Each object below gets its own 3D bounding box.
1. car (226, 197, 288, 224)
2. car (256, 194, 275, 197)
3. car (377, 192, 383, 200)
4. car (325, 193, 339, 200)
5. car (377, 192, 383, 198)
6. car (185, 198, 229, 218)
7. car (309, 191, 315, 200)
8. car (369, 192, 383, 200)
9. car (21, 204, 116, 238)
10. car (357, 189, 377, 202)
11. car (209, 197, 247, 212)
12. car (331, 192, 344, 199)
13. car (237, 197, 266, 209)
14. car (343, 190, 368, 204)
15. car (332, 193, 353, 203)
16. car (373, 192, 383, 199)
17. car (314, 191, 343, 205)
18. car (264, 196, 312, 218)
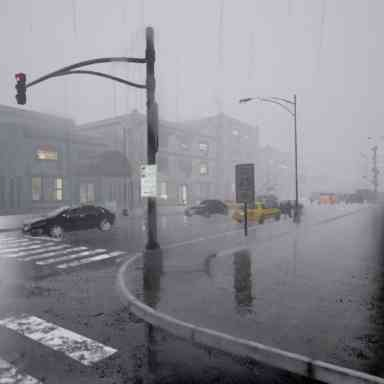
[{"bbox_3d":[4.384,1.242,21.839,1.752,1.417,4.829,-1,0,36],"label":"car"},{"bbox_3d":[7.883,1.040,36.503,2.097,1.767,4.553,-1,0,36],"label":"car"},{"bbox_3d":[33.549,0.570,61.988,2.192,1.841,5.009,-1,0,36],"label":"car"},{"bbox_3d":[30.026,0.935,71.392,1.802,1.307,4.206,-1,0,36],"label":"car"},{"bbox_3d":[43.133,0.652,75.166,1.887,1.381,4.507,-1,0,36],"label":"car"},{"bbox_3d":[1.332,1.318,27.486,1.812,1.442,4.674,-1,0,36],"label":"car"},{"bbox_3d":[23.519,0.768,62.439,2.192,1.841,5.009,-1,0,36],"label":"car"},{"bbox_3d":[36.803,0.770,66.465,1.947,1.339,4.313,-1,0,36],"label":"car"},{"bbox_3d":[-6.180,1.419,17.159,1.837,1.490,4.892,-1,0,36],"label":"car"},{"bbox_3d":[26.940,0.576,52.201,2.150,2.045,5.566,-1,0,36],"label":"car"},{"bbox_3d":[3.911,1.289,35.443,1.752,1.417,4.829,-1,0,36],"label":"car"},{"bbox_3d":[33.277,0.743,75.868,1.967,1.590,4.097,-1,0,36],"label":"car"},{"bbox_3d":[7.264,1.293,40.058,1.802,1.307,4.206,-1,0,36],"label":"car"},{"bbox_3d":[22.845,0.924,46.490,1.837,1.490,4.892,-1,0,36],"label":"car"},{"bbox_3d":[24.463,0.901,53.906,2.128,1.511,4.902,-1,0,36],"label":"car"},{"bbox_3d":[40.055,0.720,70.942,1.947,1.339,4.313,-1,0,36],"label":"car"},{"bbox_3d":[19.217,0.845,46.683,2.097,1.767,4.553,-1,0,35],"label":"car"},{"bbox_3d":[7.536,1.217,26.178,2.008,1.369,4.403,-1,0,36],"label":"car"}]
